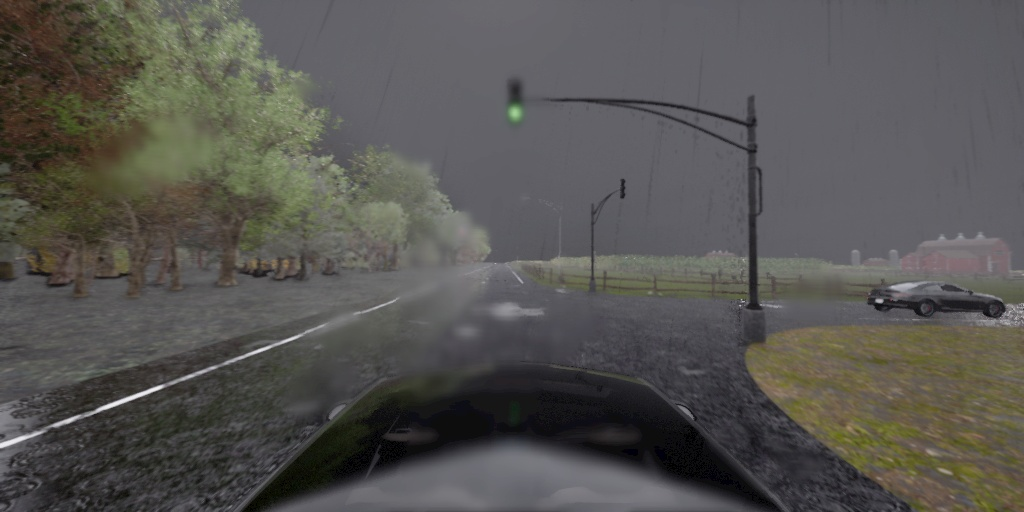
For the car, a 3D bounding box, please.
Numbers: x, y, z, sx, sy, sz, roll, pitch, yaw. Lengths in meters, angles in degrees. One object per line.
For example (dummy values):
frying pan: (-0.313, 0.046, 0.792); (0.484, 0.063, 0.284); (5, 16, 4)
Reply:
car: (17.954, 1.782, 15.340); (4.674, 1.442, 1.812); (1, -2, -1)
